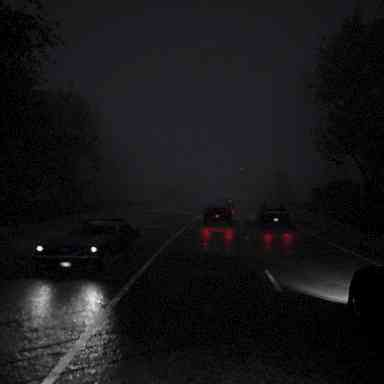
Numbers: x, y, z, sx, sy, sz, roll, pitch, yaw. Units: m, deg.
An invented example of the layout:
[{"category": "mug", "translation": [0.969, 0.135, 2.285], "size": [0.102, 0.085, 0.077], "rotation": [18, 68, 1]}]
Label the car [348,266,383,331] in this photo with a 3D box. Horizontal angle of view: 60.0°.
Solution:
[{"category": "car", "translation": [3.797, 1.551, 4.399], "size": [1.994, 1.385, 4.181], "rotation": [0, 0, 2]}]

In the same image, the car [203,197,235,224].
[{"category": "car", "translation": [1.902, 1.373, 23.578], "size": [1.882, 1.535, 5.008], "rotation": [0, 0, 7]}]

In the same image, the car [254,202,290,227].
[{"category": "car", "translation": [5.209, 1.404, 21.867], "size": [2.128, 1.511, 4.902], "rotation": [0, 0, 7]}]

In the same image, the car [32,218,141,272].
[{"category": "car", "translation": [-3.080, 1.545, 10.746], "size": [1.895, 1.301, 4.718], "rotation": [0, 0, 5]}]

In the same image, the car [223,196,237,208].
[{"category": "car", "translation": [4.347, 1.264, 40.377], "size": [2.128, 1.511, 4.902], "rotation": [0, 1, 9]}]
